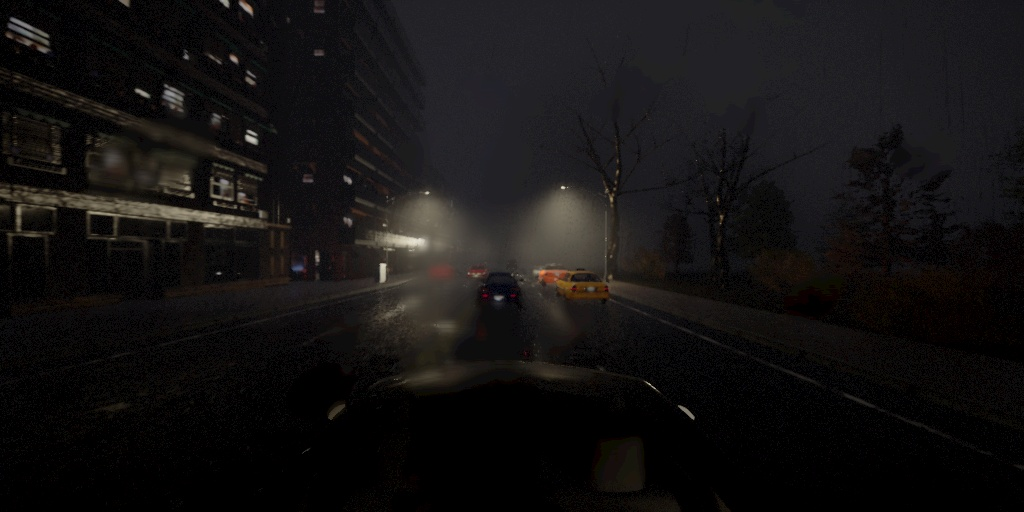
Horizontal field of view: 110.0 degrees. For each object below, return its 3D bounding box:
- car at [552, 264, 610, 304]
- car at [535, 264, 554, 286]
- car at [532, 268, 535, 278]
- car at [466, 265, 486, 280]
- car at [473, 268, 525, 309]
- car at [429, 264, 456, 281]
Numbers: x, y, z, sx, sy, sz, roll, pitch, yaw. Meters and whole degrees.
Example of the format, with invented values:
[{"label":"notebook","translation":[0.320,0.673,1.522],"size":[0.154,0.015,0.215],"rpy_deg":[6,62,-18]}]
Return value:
[{"label":"car","translation":[3.250,1.365,17.328],"size":[1.801,1.575,5.366],"rpy_deg":[0,-1,0]},{"label":"car","translation":[3.250,1.370,28.109],"size":[2.097,1.767,4.553],"rpy_deg":[0,-1,0]},{"label":"car","translation":[3.250,1.730,39.167],"size":[1.895,1.301,4.718],"rpy_deg":[0,-1,0]},{"label":"car","translation":[-3.337,1.619,35.728],"size":[1.812,1.442,4.674],"rpy_deg":[0,-1,0]},{"label":"car","translation":[-0.435,1.418,15.797],"size":[1.812,1.442,4.674],"rpy_deg":[0,0,1]},{"label":"car","translation":[-6.589,1.557,34.363],"size":[1.882,1.535,5.008],"rpy_deg":[0,-1,0]}]
